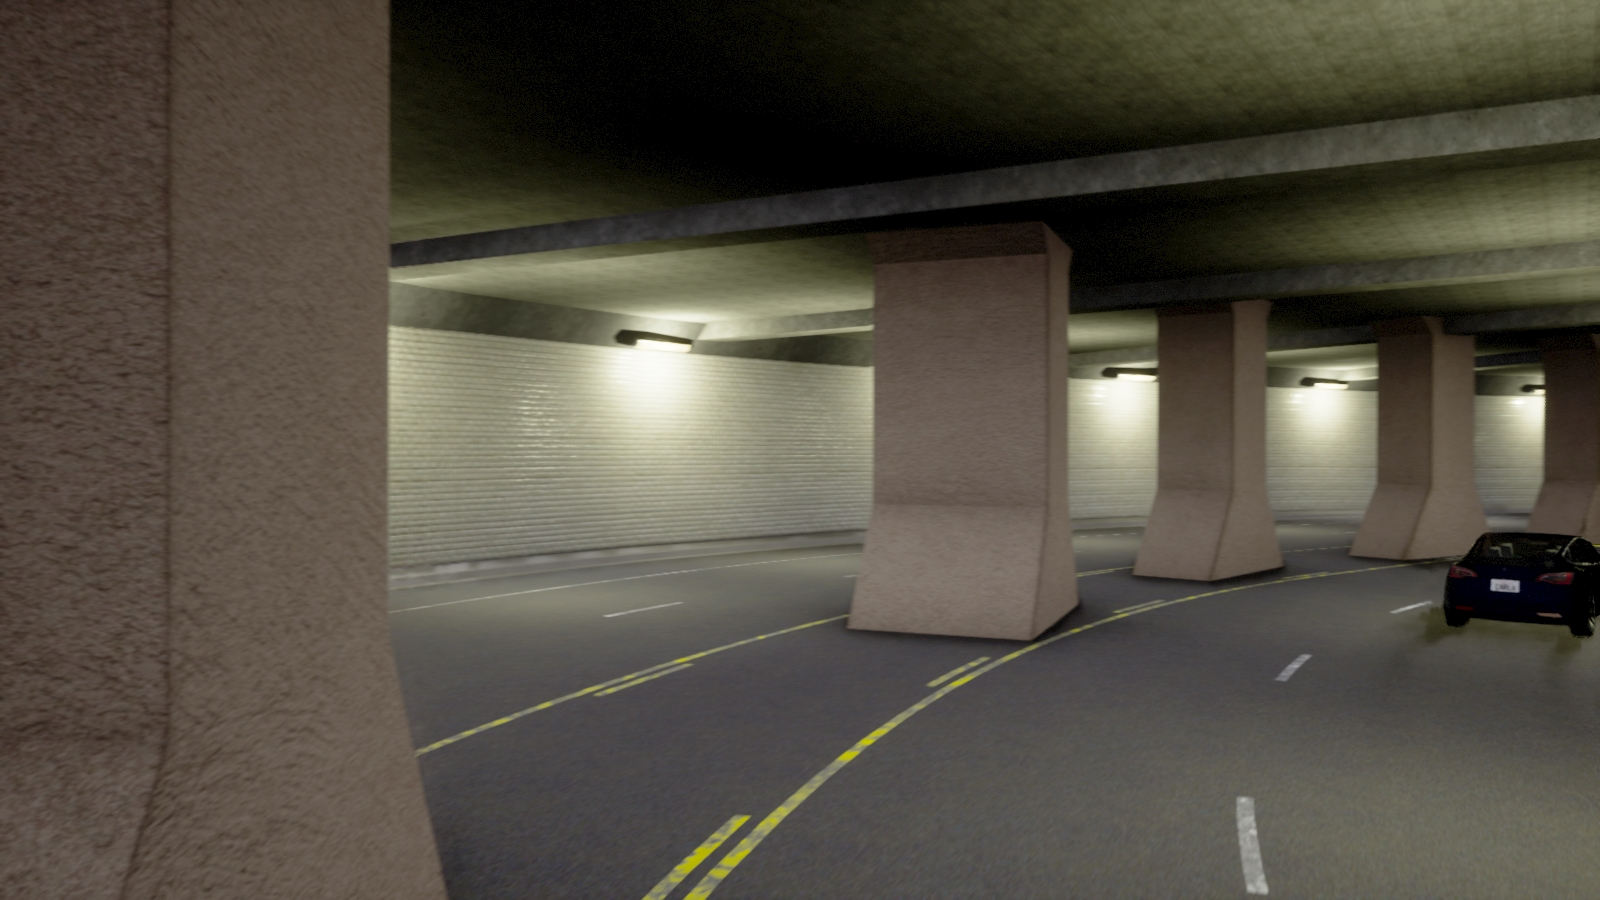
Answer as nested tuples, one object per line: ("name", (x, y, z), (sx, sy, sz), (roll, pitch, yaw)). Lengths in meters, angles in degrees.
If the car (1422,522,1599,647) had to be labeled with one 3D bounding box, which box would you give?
("car", (12.101, 2.081, 18.842), (2.163, 1.488, 4.792), (0, 0, 42))
